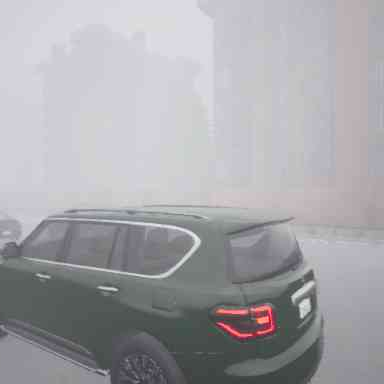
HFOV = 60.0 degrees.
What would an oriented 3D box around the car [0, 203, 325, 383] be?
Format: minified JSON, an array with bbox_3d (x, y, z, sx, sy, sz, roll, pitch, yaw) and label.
[{"bbox_3d":[-1.086,1.220,4.770,5.566,2.045,2.150,0,0,36],"label":"car"}]

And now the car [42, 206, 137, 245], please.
[{"bbox_3d":[-5.077,1.505,16.222,4.892,1.490,1.837,0,0,35],"label":"car"}]

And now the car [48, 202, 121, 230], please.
[{"bbox_3d":[-7.188,1.491,22.033,4.902,1.511,2.128,0,0,36],"label":"car"}]
